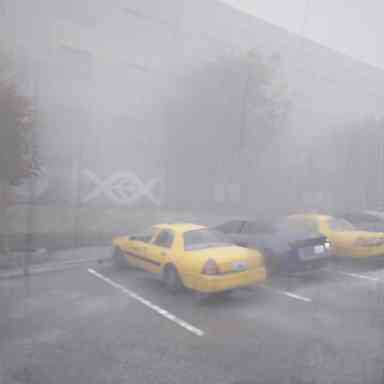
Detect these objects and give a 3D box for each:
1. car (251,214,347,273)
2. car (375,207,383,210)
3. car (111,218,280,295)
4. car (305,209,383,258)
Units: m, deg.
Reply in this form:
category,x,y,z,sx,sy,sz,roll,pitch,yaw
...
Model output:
category,x,y,z,sx,sy,sz,roll,pitch,yaw
car,1.873,1.500,10.340,2.163,1.488,4.792,0,0,-35
car,6.422,1.492,13.586,2.163,1.488,4.792,0,0,-36
car,-0.491,1.471,8.845,1.946,1.575,5.366,0,0,-36
car,4.057,1.463,12.090,1.946,1.575,5.366,0,0,-36
